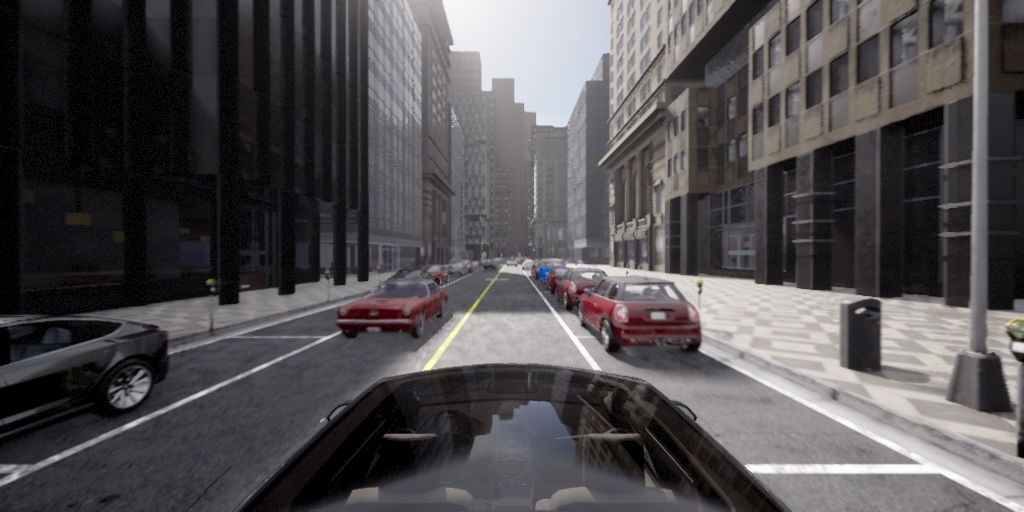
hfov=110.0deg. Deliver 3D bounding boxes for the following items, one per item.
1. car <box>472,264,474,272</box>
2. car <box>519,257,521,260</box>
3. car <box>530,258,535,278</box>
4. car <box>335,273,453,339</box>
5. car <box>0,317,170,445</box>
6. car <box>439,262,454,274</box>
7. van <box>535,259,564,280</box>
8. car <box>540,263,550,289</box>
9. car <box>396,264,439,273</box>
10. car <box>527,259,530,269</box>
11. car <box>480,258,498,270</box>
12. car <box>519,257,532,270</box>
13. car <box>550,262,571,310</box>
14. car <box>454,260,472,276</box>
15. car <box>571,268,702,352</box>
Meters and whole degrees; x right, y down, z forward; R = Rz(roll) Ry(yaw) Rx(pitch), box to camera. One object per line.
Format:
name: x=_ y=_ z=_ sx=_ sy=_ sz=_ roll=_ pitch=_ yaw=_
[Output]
car: x=-5.666 y=1.192 z=42.820 sx=1.967 sy=1.591 sz=4.097 roll=0 pitch=0 yaw=0
car: x=2.860 y=1.069 z=65.418 sx=2.192 sy=1.841 sz=5.009 roll=0 pitch=0 yaw=0
car: x=2.859 y=1.190 z=31.526 sx=1.967 sy=1.591 sz=4.097 roll=0 pitch=0 yaw=0
car: x=-3.099 y=1.351 z=10.261 sx=1.895 sy=1.301 sz=4.718 roll=0 pitch=0 yaw=0
car: x=-5.668 y=1.316 z=3.279 sx=1.948 sy=1.339 sz=4.313 roll=0 pitch=0 yaw=0
car: x=-5.667 y=1.296 z=25.874 sx=1.888 sy=1.381 sz=4.507 roll=0 pitch=0 yaw=0
van: x=2.858 y=1.091 z=25.878 sx=1.690 sy=1.789 sz=3.998 roll=0 pitch=0 yaw=0
car: x=2.858 y=1.295 z=20.229 sx=1.888 sy=1.381 sz=4.507 roll=0 pitch=0 yaw=0
car: x=-5.667 y=1.316 z=20.225 sx=1.948 sy=1.339 sz=4.313 roll=0 pitch=0 yaw=0
car: x=2.858 y=1.296 z=37.175 sx=1.888 sy=1.381 sz=4.507 roll=0 pitch=0 yaw=0
car: x=-3.071 y=1.354 z=50.809 sx=1.895 sy=1.301 sz=4.718 roll=0 pitch=0 yaw=0
car: x=2.354 y=1.278 z=50.699 sx=1.812 sy=1.442 sz=4.674 roll=0 pitch=0 yaw=0
car: x=2.858 y=1.189 z=14.580 sx=1.967 sy=1.591 sz=4.097 roll=0 pitch=0 yaw=0
car: x=-5.667 y=1.302 z=37.171 sx=2.007 sy=1.370 sz=4.403 roll=0 pitch=0 yaw=0
car: x=2.857 y=1.189 z=8.932 sx=1.967 sy=1.591 sz=4.097 roll=0 pitch=0 yaw=0
